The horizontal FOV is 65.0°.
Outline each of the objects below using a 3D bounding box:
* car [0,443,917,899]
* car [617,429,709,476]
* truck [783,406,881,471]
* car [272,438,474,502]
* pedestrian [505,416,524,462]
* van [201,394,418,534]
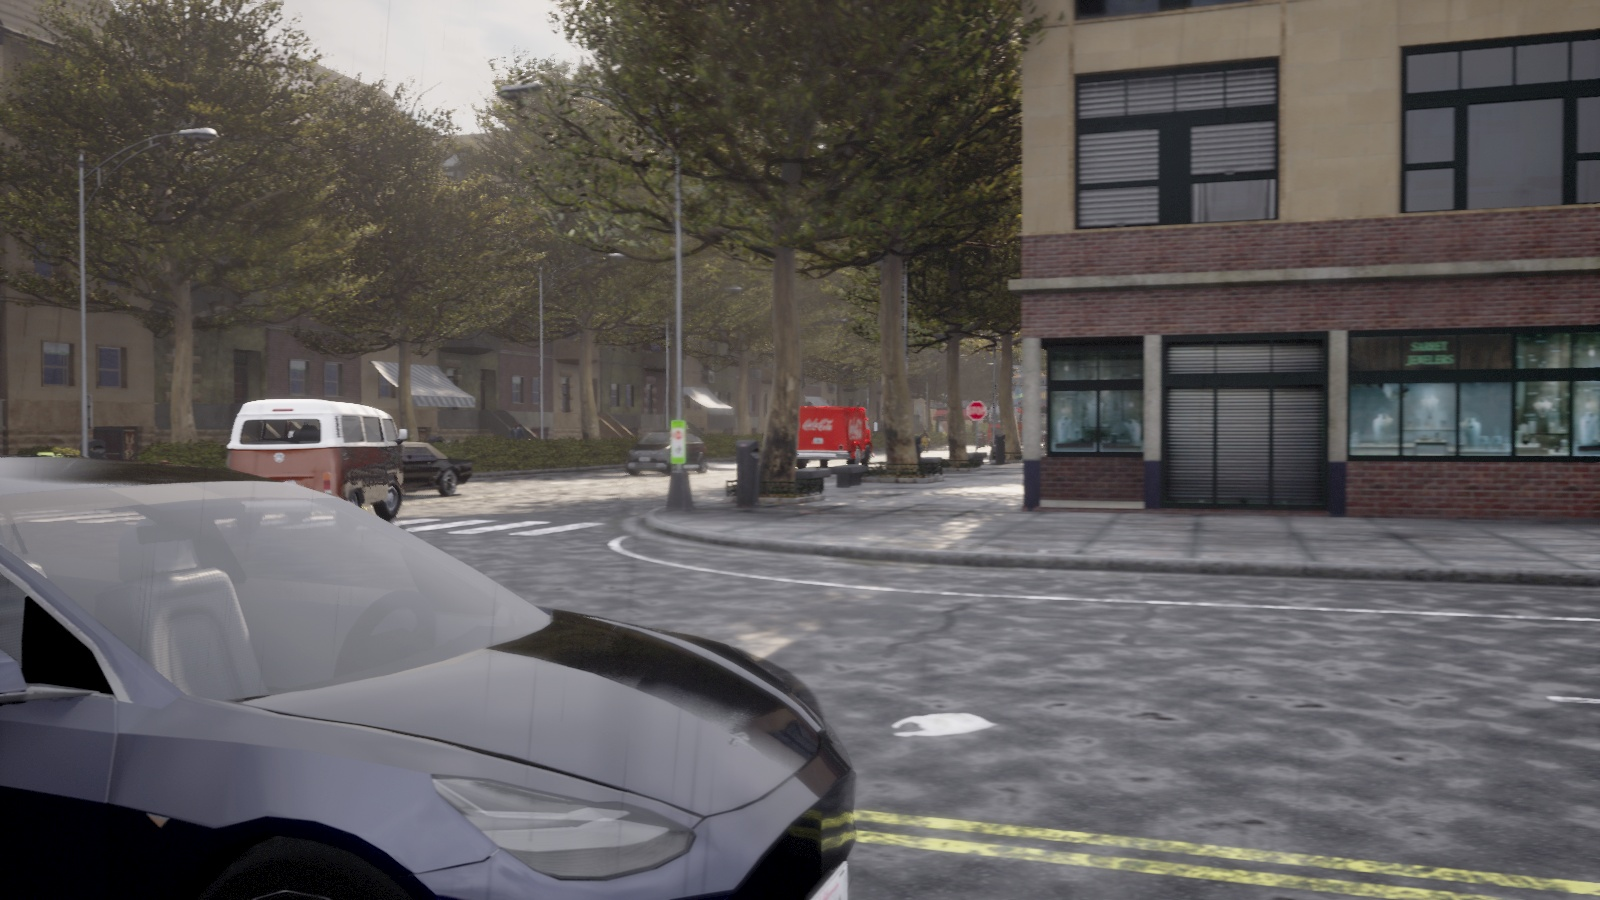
[{"bbox_3d":[-2.230,0.748,3.942,4.792,1.488,2.163,1,1,19],"label":"car"},{"bbox_3d":[-4.683,0.057,43.470,1.789,1.549,3.705,1,1,18],"label":"car"},{"bbox_3d":[1.374,-0.498,50.789,2.627,2.467,5.204,1,1,17],"label":"truck"},{"bbox_3d":[-9.589,0.398,28.635,1.895,1.301,4.718,1,1,18],"label":"car"},{"bbox_3d":[-12.019,-0.462,52.888,0.423,1.949,0.788,1,1,19],"label":"pedestrian"},{"bbox_3d":[-7.865,0.162,20.643,2.069,2.038,4.480,-1,1,-4],"label":"van"}]
